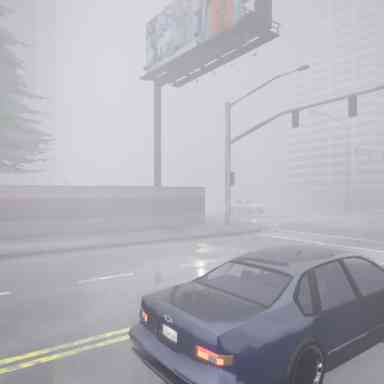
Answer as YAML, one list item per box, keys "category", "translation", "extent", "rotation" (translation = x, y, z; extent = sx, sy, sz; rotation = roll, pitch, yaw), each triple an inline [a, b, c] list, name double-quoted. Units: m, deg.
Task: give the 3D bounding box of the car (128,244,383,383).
- category: "car"
  translation: [1.779, 1.547, 5.033]
  extent: [5.357, 1.411, 2.033]
  rotation: [0, 0, -37]

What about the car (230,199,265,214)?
- category: "car"
  translation: [5.719, 1.526, 35.862]
  extent: [1.812, 1.442, 4.674]
  rotation: [0, 0, -35]
